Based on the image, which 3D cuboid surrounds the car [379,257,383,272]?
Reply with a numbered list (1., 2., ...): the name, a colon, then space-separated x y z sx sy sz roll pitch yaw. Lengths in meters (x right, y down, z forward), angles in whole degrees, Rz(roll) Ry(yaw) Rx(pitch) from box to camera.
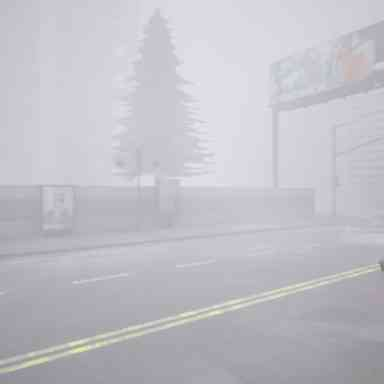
1. car: 7.146 1.545 8.943 5.357 1.411 2.033 0 0 -35
